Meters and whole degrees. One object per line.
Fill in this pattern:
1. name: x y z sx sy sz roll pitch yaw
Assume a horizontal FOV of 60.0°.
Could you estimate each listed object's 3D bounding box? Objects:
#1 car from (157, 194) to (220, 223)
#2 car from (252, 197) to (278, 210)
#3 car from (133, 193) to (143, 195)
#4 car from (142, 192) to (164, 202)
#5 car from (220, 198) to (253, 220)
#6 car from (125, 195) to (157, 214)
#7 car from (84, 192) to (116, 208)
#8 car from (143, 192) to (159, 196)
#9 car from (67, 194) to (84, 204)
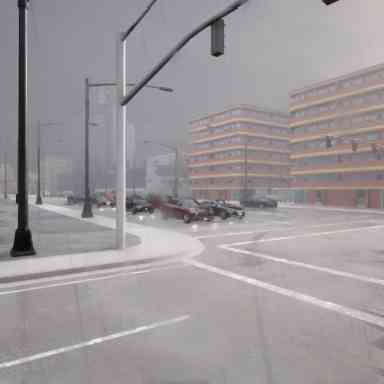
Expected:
1. car: -0.351 1.227 24.425 2.097 1.767 4.553 0 1 -34
2. car: 7.537 1.268 38.045 2.128 1.511 4.902 0 1 -34
3. car: -8.412 1.129 42.466 1.994 1.385 4.181 0 1 -34
4. car: -6.980 0.842 59.195 1.837 1.490 4.892 0 2 -34
5. car: 2.214 1.357 26.871 2.128 1.511 4.902 0 1 -35
6. car: -5.210 1.317 31.554 1.994 1.385 4.181 0 1 -34
7. car: -10.906 1.069 39.911 2.128 1.511 4.902 0 1 -34
8. car: -2.789 1.092 34.216 2.097 1.767 4.553 0 1 -34
9. car: -16.699 0.996 48.459 1.895 1.301 4.718 0 1 -34
